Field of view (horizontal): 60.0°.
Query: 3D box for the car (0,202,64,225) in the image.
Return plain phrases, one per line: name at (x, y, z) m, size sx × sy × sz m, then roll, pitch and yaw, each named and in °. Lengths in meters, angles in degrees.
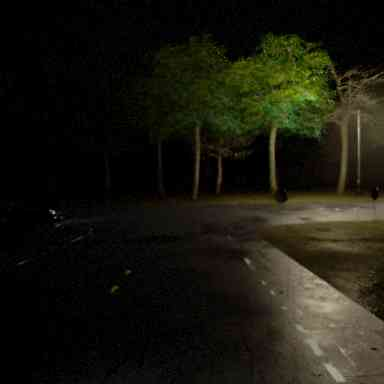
car at (-12.669, 1.560, 26.493) m, size 4.553 × 1.767 × 2.097 m, roll -2°, pitch 3°, yaw 0°
